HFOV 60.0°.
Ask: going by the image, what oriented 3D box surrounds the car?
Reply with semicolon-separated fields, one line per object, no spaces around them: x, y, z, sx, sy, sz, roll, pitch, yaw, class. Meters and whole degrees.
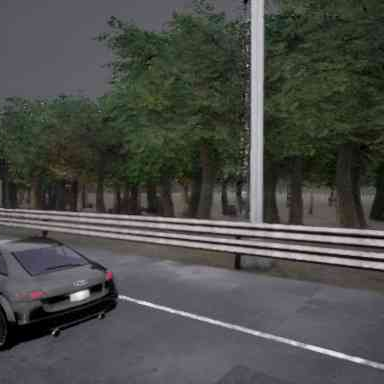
-3.345;1.556;6.257;4.181;1.385;1.994;0;0;36;car
